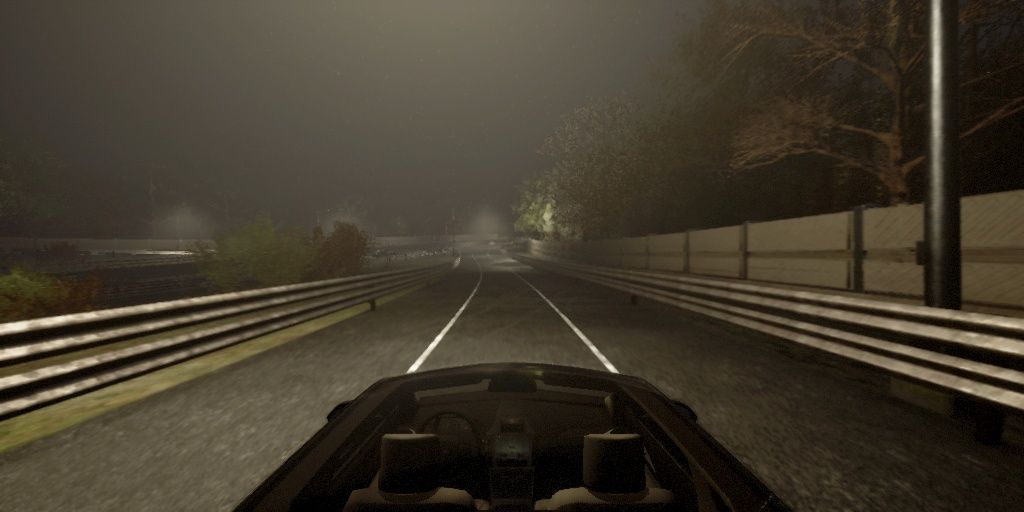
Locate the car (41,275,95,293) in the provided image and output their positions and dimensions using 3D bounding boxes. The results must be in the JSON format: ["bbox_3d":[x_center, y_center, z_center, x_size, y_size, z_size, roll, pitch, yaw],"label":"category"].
[{"bbox_3d":[-36.721,2.427,31.076,2.097,1.767,4.553,1,4,16],"label":"car"}]

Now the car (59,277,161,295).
[{"bbox_3d":[-33.330,2.667,30.218,2.033,1.411,5.357,1,4,16],"label":"car"}]
